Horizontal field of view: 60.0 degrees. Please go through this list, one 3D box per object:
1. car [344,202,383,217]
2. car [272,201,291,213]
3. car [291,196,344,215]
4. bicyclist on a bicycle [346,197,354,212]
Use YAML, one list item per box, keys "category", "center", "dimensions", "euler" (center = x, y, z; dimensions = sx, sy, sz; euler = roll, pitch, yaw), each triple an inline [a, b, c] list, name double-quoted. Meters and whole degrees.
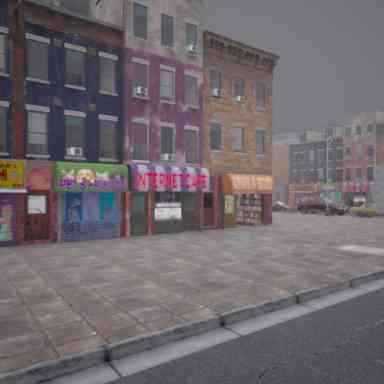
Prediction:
- category: "car"
  center: [16.194, 1.573, 28.813]
  dimensions: [1.752, 1.417, 4.829]
  euler: [0, 0, -35]
- category: "car"
  center: [9.765, 1.658, 37.829]
  dimensions: [1.802, 1.307, 4.206]
  euler: [0, 0, -35]
- category: "car"
  center: [12.930, 1.377, 33.390]
  dimensions: [2.192, 1.841, 5.009]
  euler: [0, 0, -35]
- category: "bicyclist on a bicycle"
  center: [17.485, 1.373, 36.729]
  dimensions: [1.656, 1.620, 0.582]
  euler: [0, 0, -35]
